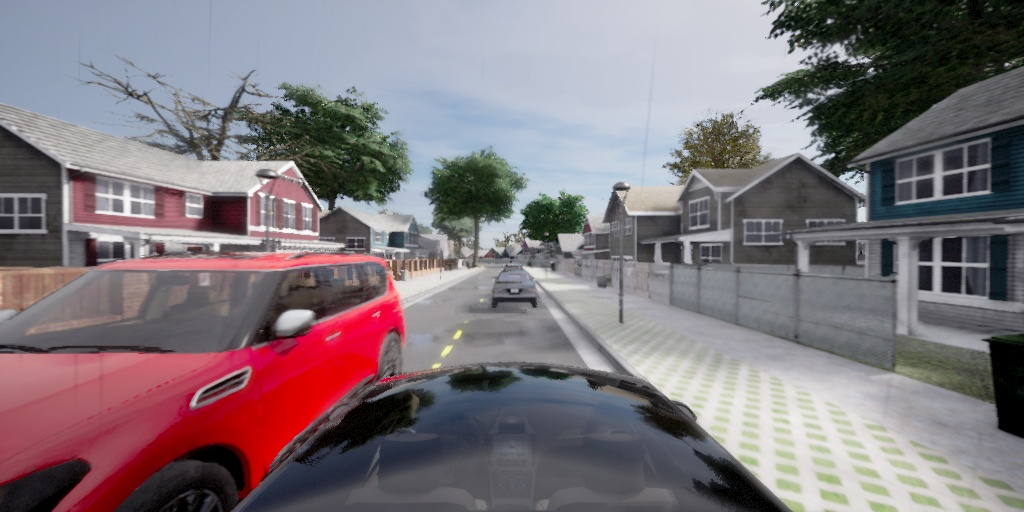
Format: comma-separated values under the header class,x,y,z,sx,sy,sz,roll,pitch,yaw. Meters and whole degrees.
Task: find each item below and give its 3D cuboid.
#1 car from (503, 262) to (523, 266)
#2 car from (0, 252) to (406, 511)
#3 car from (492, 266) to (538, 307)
class,x,y,z,sx,sy,sz,roll,pitch,yaw
car,0.099,1.318,35.529,2.128,1.511,4.902,0,0,0
car,-2.750,0.973,3.544,2.150,2.045,5.566,0,0,0
car,0.099,1.316,15.491,2.033,1.411,5.357,0,0,0
